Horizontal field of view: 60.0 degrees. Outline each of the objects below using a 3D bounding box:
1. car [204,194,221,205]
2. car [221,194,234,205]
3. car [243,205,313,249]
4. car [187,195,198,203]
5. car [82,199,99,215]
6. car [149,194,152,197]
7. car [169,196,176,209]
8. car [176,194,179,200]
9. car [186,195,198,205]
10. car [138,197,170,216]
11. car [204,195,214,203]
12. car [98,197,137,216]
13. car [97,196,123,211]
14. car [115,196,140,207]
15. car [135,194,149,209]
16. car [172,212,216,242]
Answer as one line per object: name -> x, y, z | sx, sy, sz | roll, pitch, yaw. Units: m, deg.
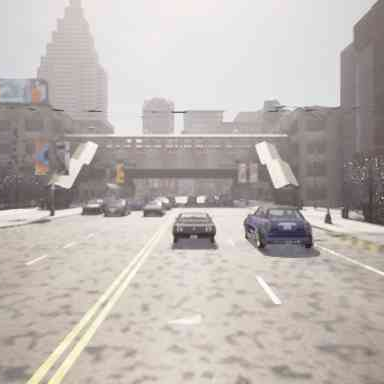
car -> 3.500, 1.494, 60.270 | 2.128, 1.511, 4.902 | 0, 0, 1
car -> 6.681, 1.596, 63.178 | 1.895, 1.301, 4.718 | 0, 0, 0
car -> 3.586, 1.352, 14.636 | 2.097, 1.767, 4.553 | 0, 0, 0
car -> 0.079, 1.461, 70.685 | 2.128, 1.511, 4.902 | 0, 0, 0
car -> -9.925, 1.483, 34.737 | 2.097, 1.535, 5.008 | 0, 0, 0
car -> -7.054, 1.481, 53.650 | 1.882, 1.535, 5.008 | 0, 0, 1
car -> -3.573, 1.550, 42.655 | 2.033, 1.411, 5.357 | 0, 0, 1
car -> -3.551, 1.508, 54.402 | 1.837, 1.490, 4.892 | 0, 0, 0
car -> 0.000, 1.507, 60.269 | 1.837, 1.490, 4.892 | 0, 0, 1
car -> -3.583, 1.550, 32.581 | 2.033, 1.411, 5.357 | 0, 0, 0
car -> 3.579, 1.459, 70.681 | 1.812, 1.442, 4.674 | 0, 0, 0
car -> -7.088, 1.494, 32.201 | 2.128, 1.511, 4.902 | 0, 0, 0
car -> -10.069, 1.358, 41.162 | 2.185, 1.767, 4.553 | 0, 0, 0
car -> -10.042, 1.485, 51.937 | 2.231, 1.521, 4.892 | 0, 0, 10
car -> -7.081, 1.355, 41.318 | 2.097, 1.767, 4.553 | 0, 0, 0
car -> 0.088, 1.602, 16.203 | 1.895, 1.301, 4.718 | 0, 0, 0
